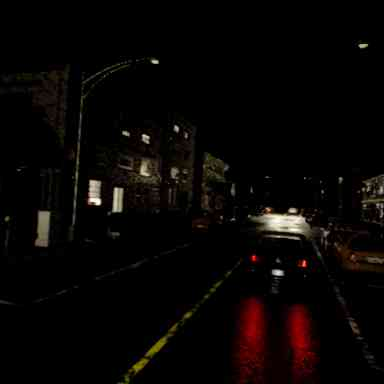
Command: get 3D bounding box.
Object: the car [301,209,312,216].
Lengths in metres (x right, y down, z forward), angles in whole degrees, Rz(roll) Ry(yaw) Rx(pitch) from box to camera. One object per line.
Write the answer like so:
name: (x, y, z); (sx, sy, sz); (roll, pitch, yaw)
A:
car: (24.020, 4.335, 70.014); (1.947, 1.339, 4.313); (3, -1, 17)

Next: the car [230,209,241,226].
car: (2.969, 2.357, 30.235); (1.802, 1.307, 4.206); (3, -1, 17)

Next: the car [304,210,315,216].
car: (14.227, 3.134, 38.316); (1.802, 1.307, 4.206); (3, -1, 17)

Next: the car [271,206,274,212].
car: (16.034, 3.837, 72.502); (1.967, 1.590, 4.097); (3, -1, 17)

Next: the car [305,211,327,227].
car: (12.597, 2.901, 33.034); (2.008, 1.369, 4.403); (3, -1, 17)

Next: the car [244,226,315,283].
car: (2.988, 1.961, 11.071); (1.895, 1.301, 4.718); (3, -1, 17)

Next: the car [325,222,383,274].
car: (6.120, 2.074, 12.064); (1.752, 1.417, 4.829); (3, -1, 17)

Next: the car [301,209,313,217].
car: (22.388, 4.132, 64.731); (1.947, 1.339, 4.313); (3, -1, 17)

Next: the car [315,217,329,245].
car: (7.700, 2.295, 17.185); (2.008, 1.369, 4.403); (3, -1, 17)

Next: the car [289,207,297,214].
car: (23.723, 4.450, 78.171); (1.812, 1.442, 4.674); (3, -1, 17)

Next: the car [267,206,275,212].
car: (21.293, 4.585, 89.779); (1.752, 1.417, 4.829); (3, -1, 17)

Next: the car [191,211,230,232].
car: (1.290, 2.092, 24.791); (1.752, 1.417, 4.829); (3, -1, 17)

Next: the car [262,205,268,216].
car: (11.145, 3.101, 56.656); (2.192, 1.841, 5.009); (3, -1, 17)

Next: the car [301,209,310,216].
car: (25.570, 4.507, 75.003); (1.887, 1.381, 4.507); (3, -1, 17)

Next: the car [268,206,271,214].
car: (14.393, 3.775, 67.217); (1.802, 1.307, 4.206); (3, -1, 17)

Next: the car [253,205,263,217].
car: (9.450, 3.102, 51.206); (1.752, 1.417, 4.829); (3, -1, 17)

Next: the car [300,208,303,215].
car: (20.772, 3.678, 59.453); (2.192, 1.841, 5.009); (3, -1, 17)

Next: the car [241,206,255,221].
car: (6.233, 2.761, 40.802); (1.802, 1.307, 4.206); (3, -1, 17)

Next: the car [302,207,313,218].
car: (15.868, 3.194, 43.602); (1.967, 1.590, 4.097); (3, -1, 17)

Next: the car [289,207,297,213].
car: (26.679, 4.711, 87.725); (1.837, 1.490, 4.892); (3, -1, 17)
